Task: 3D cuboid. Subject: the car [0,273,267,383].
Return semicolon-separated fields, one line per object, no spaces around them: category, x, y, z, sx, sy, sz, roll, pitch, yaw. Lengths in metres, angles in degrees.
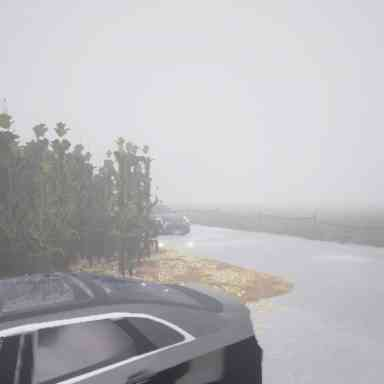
car;-1.605;1.491;2.358;4.902;1.511;2.128;0;0;-36

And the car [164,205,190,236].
car;-2.028;1.436;18.287;2.097;1.767;4.553;0;-1;-35
